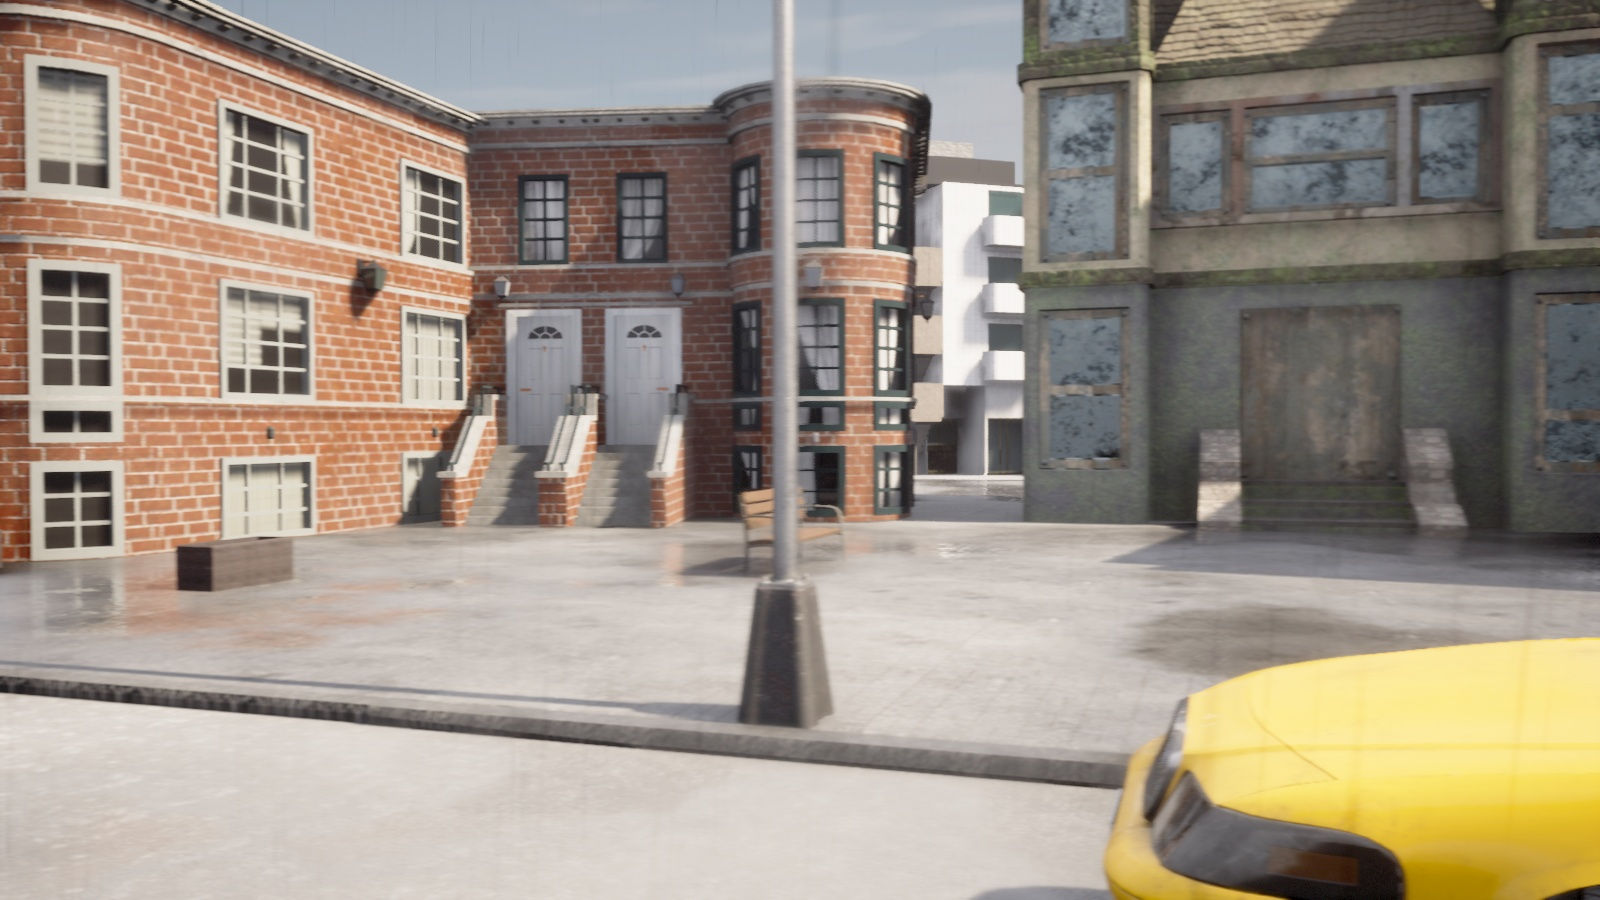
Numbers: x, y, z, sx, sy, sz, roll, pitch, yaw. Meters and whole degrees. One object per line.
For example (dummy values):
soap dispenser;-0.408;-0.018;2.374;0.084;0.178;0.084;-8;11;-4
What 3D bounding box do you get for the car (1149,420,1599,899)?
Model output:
car;3.546;0.738;2.568;5.366;1.575;1.801;1;1;19
